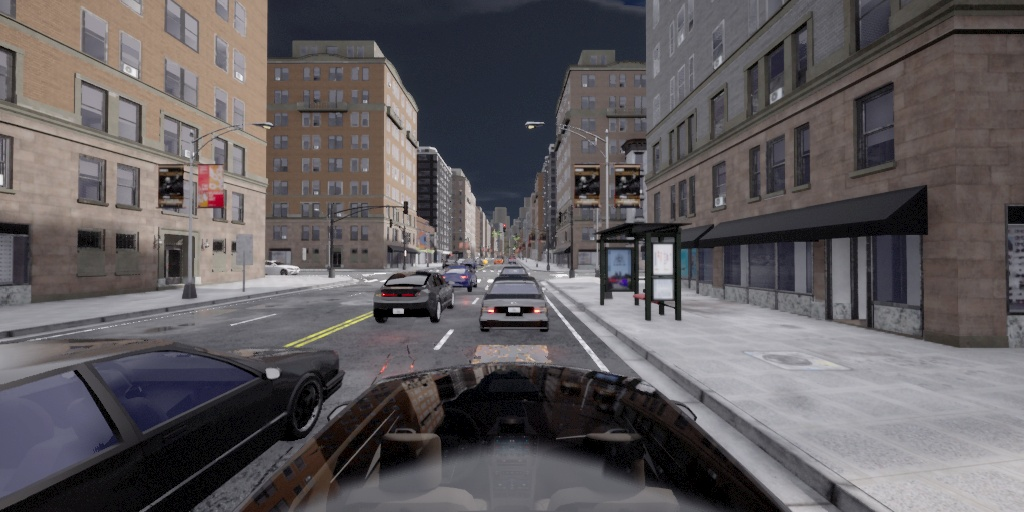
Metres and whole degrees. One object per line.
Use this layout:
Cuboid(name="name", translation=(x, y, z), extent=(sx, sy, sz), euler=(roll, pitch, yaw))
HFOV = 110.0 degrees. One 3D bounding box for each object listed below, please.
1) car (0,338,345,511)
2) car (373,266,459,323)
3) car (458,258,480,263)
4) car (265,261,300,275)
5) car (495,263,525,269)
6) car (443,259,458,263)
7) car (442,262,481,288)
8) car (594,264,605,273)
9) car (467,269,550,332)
Cuboid(name="car", translation=(-3.149, 1.297, 2.308), extent=(2.033, 1.411, 5.357), euler=(0, 0, 0))
Cuboid(name="car", translation=(-3.131, 1.258, 12.181), extent=(1.837, 1.490, 4.892), euler=(0, 0, -1))
Cuboid(name="car", translation=(-6.553, 1.124, 55.241), extent=(2.097, 1.767, 4.553), euler=(0, 0, 0))
Cuboid(name="car", translation=(-22.600, 1.158, 33.889), extent=(4.674, 1.442, 1.812), euler=(0, -1, -1))
Cuboid(name="car", translation=(0.104, 1.305, 20.897), extent=(2.033, 1.411, 5.357), euler=(0, 0, 0))
Cuboid(name="car", translation=(-9.766, 1.277, 56.933), extent=(1.837, 1.490, 4.892), euler=(0, 0, 3))
Cuboid(name="car", translation=(-3.139, 1.284, 21.220), extent=(1.812, 1.442, 4.674), euler=(0, 0, 0))
Cuboid(name="car", translation=(12.532, 1.373, 43.930), extent=(4.902, 1.511, 2.128), euler=(0, -1, 0))
Cuboid(name="car", translation=(0.087, 1.300, 10.840), extent=(2.033, 1.411, 5.357), euler=(0, 0, 1))
